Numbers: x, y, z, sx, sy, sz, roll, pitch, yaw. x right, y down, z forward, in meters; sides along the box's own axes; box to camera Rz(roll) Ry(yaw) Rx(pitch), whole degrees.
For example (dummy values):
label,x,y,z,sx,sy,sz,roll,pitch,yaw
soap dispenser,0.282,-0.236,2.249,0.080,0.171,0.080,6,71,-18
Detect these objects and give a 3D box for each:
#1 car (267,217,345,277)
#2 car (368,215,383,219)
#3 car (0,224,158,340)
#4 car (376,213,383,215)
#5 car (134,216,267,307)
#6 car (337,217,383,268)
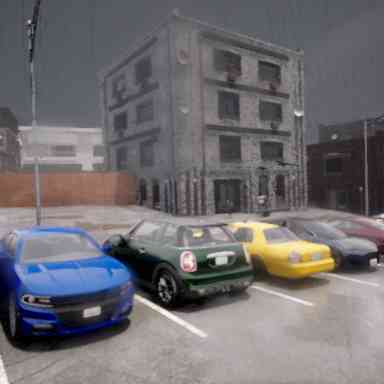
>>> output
label,x,y,z,sx,sy,sz,roll,pitch,yaw
car,1.622,1.594,10.389,1.946,1.575,5.366,1,-1,-35
car,6.274,1.741,13.475,2.002,1.452,4.674,1,-1,-35
car,-2.920,1.495,6.928,2.097,1.535,5.008,1,0,-35
car,8.445,1.790,15.024,2.002,1.452,4.674,1,-1,-35
car,-0.626,1.417,8.519,2.185,1.767,4.553,1,-1,-35
car,4.019,1.678,11.835,2.163,1.488,4.792,1,-1,-36
